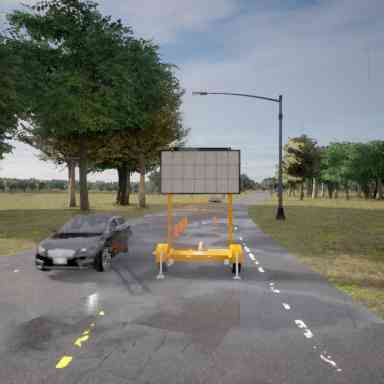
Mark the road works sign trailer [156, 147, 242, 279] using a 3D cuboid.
[{"bbox_3d":[0.248,0.466,10.076,2.380,3.560,2.880,0,0,3],"label":"road works sign trailer"}]

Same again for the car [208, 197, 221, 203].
[{"bbox_3d":[4.255,1.611,61.789,1.994,1.385,4.181,0,0,14],"label":"car"}]

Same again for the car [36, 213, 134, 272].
[{"bbox_3d":[-3.235,1.491,10.908,2.128,1.511,4.902,0,0,3],"label":"car"}]
